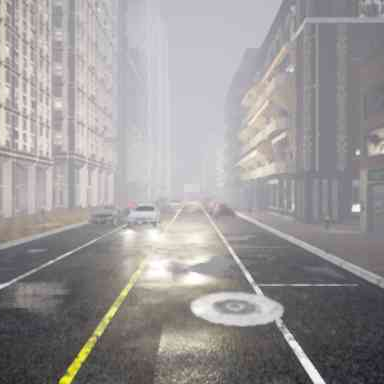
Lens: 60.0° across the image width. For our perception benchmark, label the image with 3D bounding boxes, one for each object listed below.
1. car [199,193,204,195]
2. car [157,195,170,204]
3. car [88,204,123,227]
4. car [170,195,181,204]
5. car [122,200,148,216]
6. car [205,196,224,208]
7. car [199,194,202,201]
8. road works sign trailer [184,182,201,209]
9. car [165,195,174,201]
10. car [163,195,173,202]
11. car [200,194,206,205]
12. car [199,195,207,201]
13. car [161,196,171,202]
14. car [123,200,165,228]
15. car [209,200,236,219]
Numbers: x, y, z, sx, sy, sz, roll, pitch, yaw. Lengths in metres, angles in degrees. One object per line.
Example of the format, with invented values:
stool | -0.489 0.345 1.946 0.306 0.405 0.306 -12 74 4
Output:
car | 2.701 1.559 73.375 2.008 1.369 4.403 0 0 0
car | -5.681 1.569 62.079 1.947 1.339 4.313 0 0 0
car | -5.686 1.546 22.539 2.008 1.369 4.403 0 0 0
car | -3.002 1.549 64.355 2.033 1.411 5.357 0 0 0
car | -5.685 1.541 33.837 1.887 1.381 4.507 0 0 0
car | 2.696 1.435 33.835 1.967 1.590 4.097 0 0 0
car | 2.700 1.568 62.078 1.947 1.339 4.313 0 0 0
road works sign trailer | 0.006 0.462 46.492 2.380 3.560 2.880 0 0 0
car | -5.678 1.543 84.503 1.752 1.417 4.829 0 0 0
car | -5.679 1.453 79.025 1.967 1.590 4.097 0 0 0
car | 2.699 1.525 56.599 1.752 1.417 4.829 0 0 0
car | 2.702 1.457 84.672 1.967 1.590 4.097 0 0 0
car | -5.679 1.560 73.375 2.008 1.369 4.403 0 0 0
car | -3.096 1.521 22.214 1.812 1.442 4.674 0 0 0
car | 2.695 1.577 28.187 1.802 1.307 4.206 0 0 0
